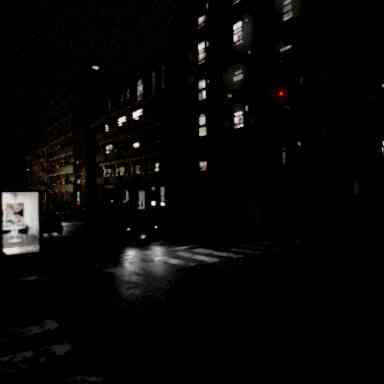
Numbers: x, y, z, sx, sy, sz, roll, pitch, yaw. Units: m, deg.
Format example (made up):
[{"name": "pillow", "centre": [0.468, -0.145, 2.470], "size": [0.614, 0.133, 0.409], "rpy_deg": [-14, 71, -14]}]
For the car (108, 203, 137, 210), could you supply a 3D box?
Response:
[{"name": "car", "centre": [-6.849, 1.760, 31.863], "size": [1.967, 1.590, 4.097], "rpy_deg": [-2, 0, -36]}]

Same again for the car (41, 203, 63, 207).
[{"name": "car", "centre": [-14.316, 2.064, 32.117], "size": [1.895, 1.301, 4.718], "rpy_deg": [-1, 0, -36]}]

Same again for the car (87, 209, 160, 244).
[{"name": "car", "centre": [-3.547, 1.795, 17.221], "size": [1.895, 1.301, 4.718], "rpy_deg": [-1, 0, -36]}]

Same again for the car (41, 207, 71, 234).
[{"name": "car", "centre": [-9.269, 1.867, 20.476], "size": [2.008, 1.369, 4.403], "rpy_deg": [-2, 0, -36]}]

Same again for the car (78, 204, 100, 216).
[{"name": "car", "centre": [-12.105, 2.033, 39.047], "size": [1.802, 1.307, 4.206], "rpy_deg": [-2, 0, -36]}]

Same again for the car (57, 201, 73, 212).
[{"name": "car", "centre": [-18.698, 2.056, 48.027], "size": [1.967, 1.590, 4.097], "rpy_deg": [-2, 0, -36]}]
